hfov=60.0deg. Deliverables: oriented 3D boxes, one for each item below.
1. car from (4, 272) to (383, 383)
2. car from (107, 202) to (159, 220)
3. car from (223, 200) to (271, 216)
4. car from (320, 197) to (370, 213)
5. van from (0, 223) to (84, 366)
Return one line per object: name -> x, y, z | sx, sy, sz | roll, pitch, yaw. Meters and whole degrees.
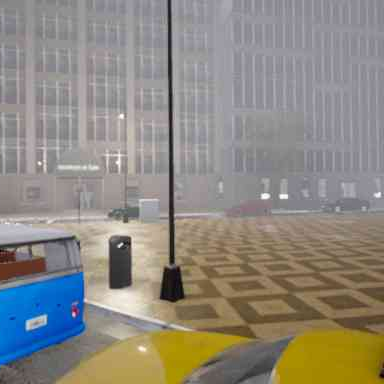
car -> 0.952, 1.527, 2.048 | 4.829, 1.417, 1.752 | 0, -1, 35
car -> -4.824, 1.516, 27.292 | 4.181, 1.385, 1.994 | -1, 0, -14
car -> 4.892, 1.399, 29.704 | 4.181, 1.385, 1.994 | -1, 0, -14
car -> 14.754, 1.228, 32.134 | 4.892, 1.490, 1.837 | -1, 0, -14
van -> -3.416, 1.378, 5.163 | 3.998, 1.788, 1.690 | 0, -1, 35
